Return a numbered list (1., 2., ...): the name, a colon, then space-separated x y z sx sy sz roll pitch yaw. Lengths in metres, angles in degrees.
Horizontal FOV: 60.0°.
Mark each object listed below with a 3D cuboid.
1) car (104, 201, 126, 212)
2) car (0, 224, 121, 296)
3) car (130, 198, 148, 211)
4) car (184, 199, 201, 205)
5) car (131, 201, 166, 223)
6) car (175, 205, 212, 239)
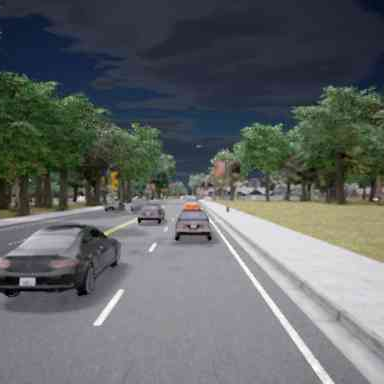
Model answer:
1. car: -9.832 1.823 42.674 1.994 1.385 4.181 0 -1 0
2. car: -3.162 1.572 8.686 1.812 1.442 4.674 0 0 0
3. car: -6.582 1.609 42.831 2.097 1.767 4.553 0 0 0
4. car: 0.036 1.599 41.929 2.097 1.767 4.553 0 0 0
5. car: -3.189 1.691 26.675 2.033 1.411 5.357 0 0 0
6. car: 0.072 1.639 17.783 2.033 1.411 5.357 0 0 0
